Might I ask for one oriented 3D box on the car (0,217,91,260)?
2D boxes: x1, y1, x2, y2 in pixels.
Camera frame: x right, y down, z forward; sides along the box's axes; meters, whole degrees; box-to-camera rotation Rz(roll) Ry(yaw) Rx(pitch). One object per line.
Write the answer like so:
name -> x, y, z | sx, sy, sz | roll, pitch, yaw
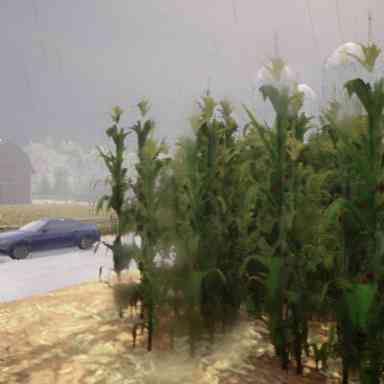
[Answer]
car -> -6.106, 1.828, 14.051 | 1.812, 1.442, 4.674 | -1, -1, 38
